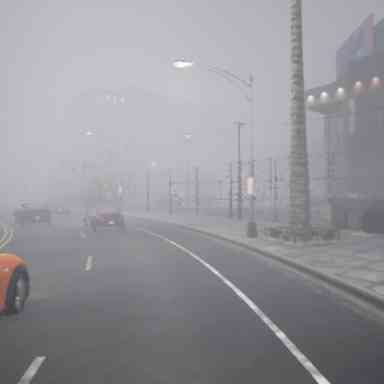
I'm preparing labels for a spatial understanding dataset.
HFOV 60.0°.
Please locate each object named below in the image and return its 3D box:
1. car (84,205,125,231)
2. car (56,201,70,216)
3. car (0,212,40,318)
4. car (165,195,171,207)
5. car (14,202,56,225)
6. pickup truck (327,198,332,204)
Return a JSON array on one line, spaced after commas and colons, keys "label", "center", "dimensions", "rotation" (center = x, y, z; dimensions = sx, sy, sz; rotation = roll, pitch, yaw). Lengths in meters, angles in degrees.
[{"label": "car", "center": [-5.454, 1.530, 20.530], "dimensions": [1.812, 1.442, 4.674], "rotation": [0, 0, -25]}, {"label": "car", "center": [-13.251, 1.598, 31.871], "dimensions": [1.994, 1.385, 4.181], "rotation": [0, 0, -38]}, {"label": "car", "center": [-4.039, 1.369, 4.620], "dimensions": [2.097, 1.767, 4.553], "rotation": [0, 0, -7]}, {"label": "car", "center": [-3.507, 1.210, 49.263], "dimensions": [2.185, 1.767, 4.553], "rotation": [0, 0, -39]}, {"label": "car", "center": [-11.345, 1.512, 23.529], "dimensions": [1.882, 1.535, 5.008], "rotation": [0, 0, -34]}, {"label": "pickup truck", "center": [13.594, 0.976, 27.563], "dimensions": [6.274, 2.098, 2.390], "rotation": [0, 0, -39]}]
